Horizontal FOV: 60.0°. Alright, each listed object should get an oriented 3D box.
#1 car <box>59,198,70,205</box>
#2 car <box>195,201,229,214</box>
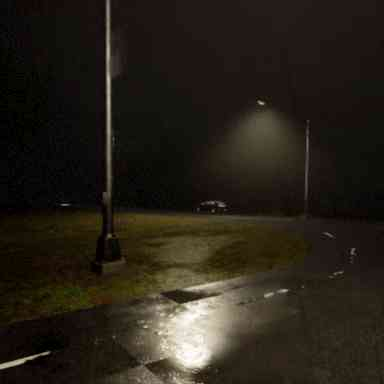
[{"bbox_3d":[-29.097,2.108,75.769,2.128,1.511,4.902,3,-3,-27],"label":"car"},{"bbox_3d":[2.276,1.780,38.687,2.128,1.511,4.902,3,-3,-35],"label":"car"}]
